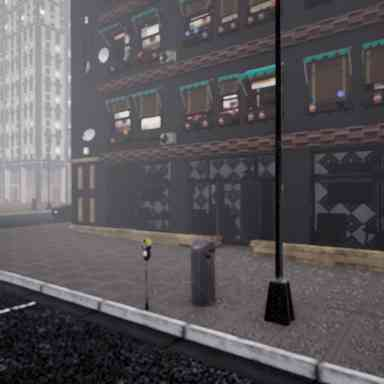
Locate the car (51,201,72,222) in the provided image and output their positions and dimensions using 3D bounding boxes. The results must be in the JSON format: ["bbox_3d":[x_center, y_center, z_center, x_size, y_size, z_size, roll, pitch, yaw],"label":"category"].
[{"bbox_3d":[-7.489,1.273,22.934,1.947,1.339,4.313,1,1,35],"label":"car"}]
